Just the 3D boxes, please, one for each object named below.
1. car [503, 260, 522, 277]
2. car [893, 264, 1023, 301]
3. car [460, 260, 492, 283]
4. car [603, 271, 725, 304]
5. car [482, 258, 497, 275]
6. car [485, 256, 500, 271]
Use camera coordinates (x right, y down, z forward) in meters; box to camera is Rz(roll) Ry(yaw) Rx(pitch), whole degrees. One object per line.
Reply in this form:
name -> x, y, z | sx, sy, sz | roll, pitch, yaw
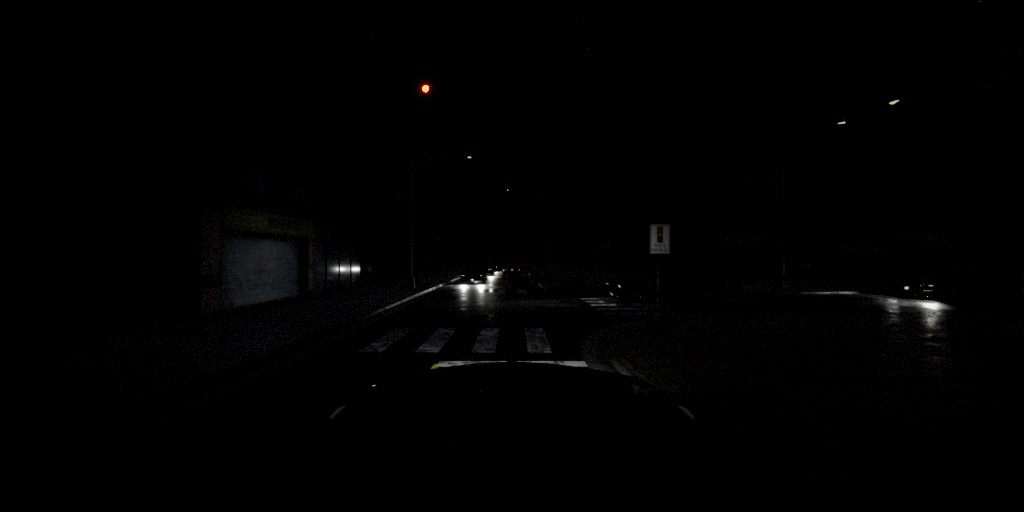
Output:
car -> 0.039, 1.308, 35.239 | 2.033, 1.411, 5.357 | 0, 0, 0
car -> 20.002, 1.134, 15.969 | 4.892, 1.490, 1.837 | -1, 0, 0
car -> -2.883, 1.303, 28.057 | 2.033, 1.411, 5.357 | 0, 0, -1
car -> 6.481, 1.306, 15.604 | 4.718, 1.301, 1.895 | 0, 0, -5
car -> -2.875, 1.268, 38.465 | 1.837, 1.490, 4.892 | 0, 0, 0
car -> -2.873, 0.997, 48.987 | 2.150, 2.045, 5.566 | 0, 0, 0
